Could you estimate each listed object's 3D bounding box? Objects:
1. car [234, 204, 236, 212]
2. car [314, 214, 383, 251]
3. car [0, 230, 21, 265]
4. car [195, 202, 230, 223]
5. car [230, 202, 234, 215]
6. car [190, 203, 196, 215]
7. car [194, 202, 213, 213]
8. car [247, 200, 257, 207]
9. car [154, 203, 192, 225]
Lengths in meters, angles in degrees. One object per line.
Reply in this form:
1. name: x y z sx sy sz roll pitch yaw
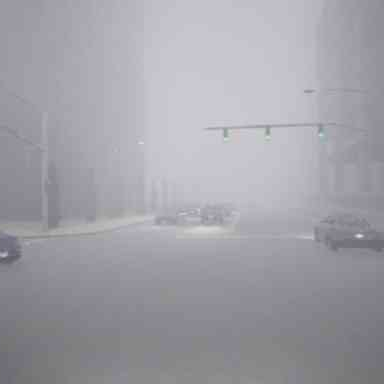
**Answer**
1. car: 5.340 2.180 48.799 1.994 1.385 4.181 -1 -1 10
2. car: 6.646 1.652 14.503 1.994 1.385 4.181 -1 -1 10
3. car: -7.858 1.800 11.337 4.674 1.442 1.812 -1 -1 27
4. car: 1.924 1.894 29.506 2.128 1.511 4.902 -1 -1 10
5. car: 3.569 1.985 38.955 1.882 1.535 5.008 -1 -1 10
6. car: -0.067 2.065 38.492 1.837 1.490 4.892 -1 -1 10
7. car: 1.781 2.221 48.774 2.033 1.411 5.357 -1 -1 10
8. car: 11.849 2.313 66.005 1.994 1.385 4.181 -1 -1 10
9. car: -1.732 2.001 28.902 2.033 1.411 5.357 -1 -1 10
